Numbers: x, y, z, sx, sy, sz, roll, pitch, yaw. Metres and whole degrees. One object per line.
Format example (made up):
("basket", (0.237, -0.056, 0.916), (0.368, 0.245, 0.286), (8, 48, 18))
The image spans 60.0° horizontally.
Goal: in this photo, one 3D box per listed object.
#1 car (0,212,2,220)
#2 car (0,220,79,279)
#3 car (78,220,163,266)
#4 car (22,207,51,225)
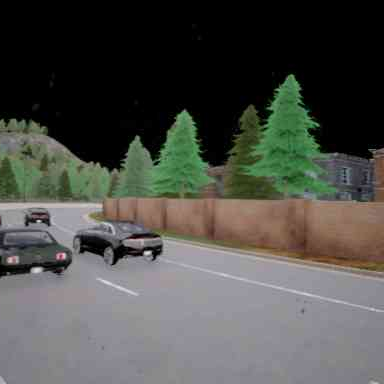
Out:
("car", (-15.307, 1.929, 24.838), (1.994, 1.385, 4.181), (3, -2, -29))
("car", (-5.526, 1.795, 10.520), (1.895, 1.301, 4.718), (3, -3, -40))
("car", (-3.047, 1.851, 13.064), (2.128, 1.511, 4.902), (3, -2, -40))
("car", (-12.939, 2.044, 27.760), (1.837, 1.490, 4.892), (3, -2, -28))
